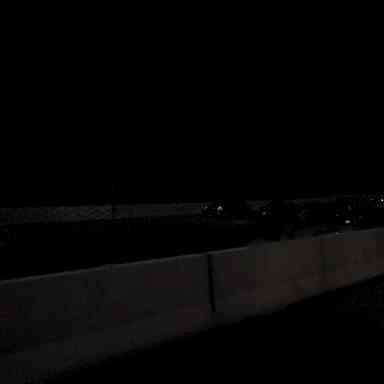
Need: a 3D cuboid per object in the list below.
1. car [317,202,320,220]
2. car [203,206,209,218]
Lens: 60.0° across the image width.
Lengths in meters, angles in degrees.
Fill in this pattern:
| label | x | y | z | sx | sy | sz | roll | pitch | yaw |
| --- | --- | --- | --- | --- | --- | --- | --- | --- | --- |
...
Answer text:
| label | x | y | z | sx | sy | sz | roll | pitch | yaw |
| --- | --- | --- | --- | --- | --- | --- | --- | --- | --- |
| car | 8.932 | 1.502 | 25.246 | 5.008 | 1.535 | 1.882 | 0 | 0 | -44 |
| car | 3.119 | 1.385 | 29.408 | 4.553 | 1.767 | 2.097 | 0 | 0 | -43 |
